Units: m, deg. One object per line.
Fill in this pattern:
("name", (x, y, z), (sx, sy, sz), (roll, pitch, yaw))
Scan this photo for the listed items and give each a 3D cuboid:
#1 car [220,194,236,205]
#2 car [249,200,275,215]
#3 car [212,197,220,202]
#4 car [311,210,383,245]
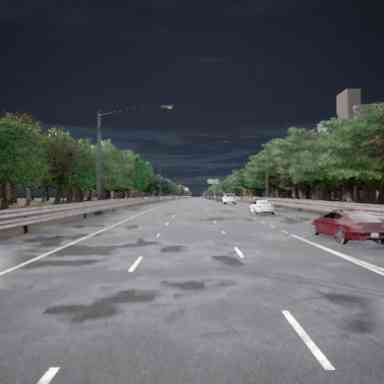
("car", (7.102, 1.358, 63.993), (2.150, 2.045, 5.566), (0, 0, 0))
("car", (7.010, 1.532, 33.560), (1.812, 1.442, 4.674), (0, 0, 0))
("car", (7.270, 1.972, 91.076), (1.812, 1.442, 4.674), (0, -1, 0))
("car", (7.111, 1.530, 15.346), (1.812, 1.442, 4.674), (0, 0, -2))
